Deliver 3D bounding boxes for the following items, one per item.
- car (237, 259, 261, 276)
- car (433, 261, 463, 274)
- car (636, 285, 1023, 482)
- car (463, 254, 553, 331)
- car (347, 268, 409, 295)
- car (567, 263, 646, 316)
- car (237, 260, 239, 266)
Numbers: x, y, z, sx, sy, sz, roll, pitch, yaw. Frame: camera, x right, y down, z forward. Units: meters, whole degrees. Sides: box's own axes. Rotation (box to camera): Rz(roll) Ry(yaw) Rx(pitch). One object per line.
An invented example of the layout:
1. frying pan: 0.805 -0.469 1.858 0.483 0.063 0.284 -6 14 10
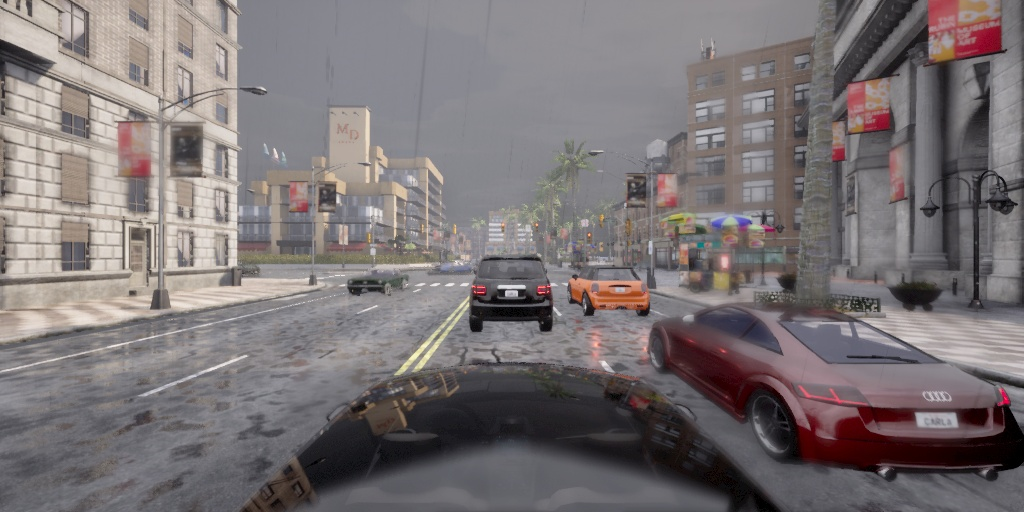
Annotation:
1. car: -28.846 1.103 37.262 4.553 1.767 2.097 0 0 -1
2. car: -6.457 1.297 41.647 5.357 1.411 2.033 0 0 -44
3. car: 3.478 1.314 4.938 1.994 1.385 4.181 0 0 0
4. car: -0.043 0.971 11.085 2.150 2.045 5.566 0 0 -1
5. car: -7.190 1.351 19.660 1.895 1.301 4.718 0 0 -1
6. car: 3.432 1.102 13.570 2.097 1.767 4.553 0 0 -1
7. car: -29.413 1.297 33.745 5.357 1.411 2.033 0 0 -1
